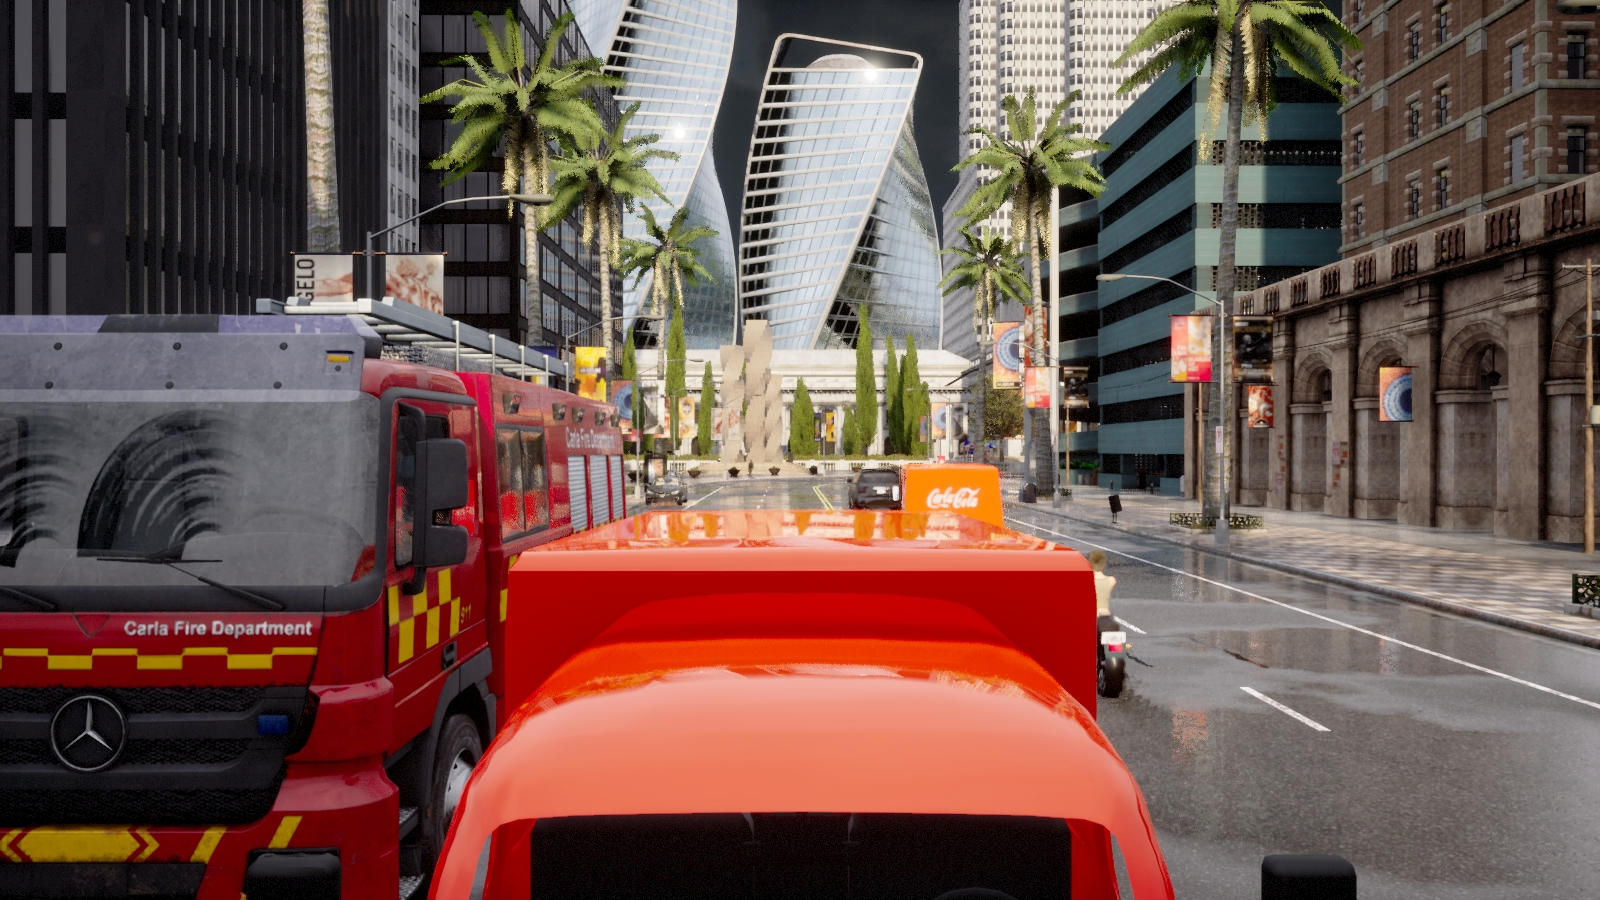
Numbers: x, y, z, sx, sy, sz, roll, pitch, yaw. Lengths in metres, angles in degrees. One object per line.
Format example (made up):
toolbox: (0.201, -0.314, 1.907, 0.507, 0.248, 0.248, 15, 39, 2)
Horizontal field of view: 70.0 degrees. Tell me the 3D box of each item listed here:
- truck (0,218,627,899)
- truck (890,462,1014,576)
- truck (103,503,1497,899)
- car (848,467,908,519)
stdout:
truck: (-3.491, 0.895, 9.272, 2.891, 3.827, 8.468, 0, 0, 0)
truck: (3.611, 1.577, 28.234, 2.627, 2.467, 5.204, -1, 0, 3)
truck: (-0.001, 1.571, 4.755, 2.627, 2.467, 5.204, 0, 0, 0)
car: (3.274, 1.797, 49.281, 2.150, 2.045, 5.566, 0, 0, -1)
